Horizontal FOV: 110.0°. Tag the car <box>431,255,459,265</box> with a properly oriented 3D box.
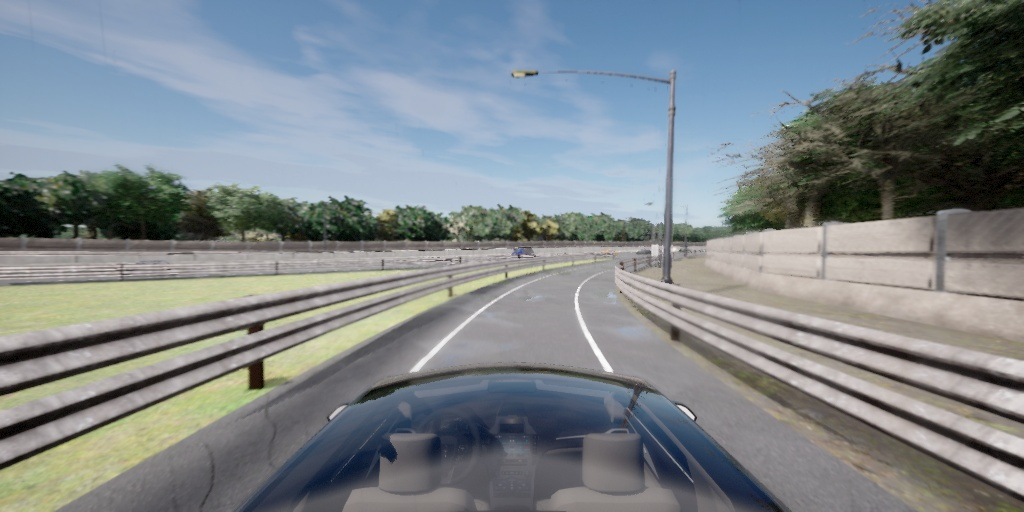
[{"bbox_3d":[-9.804,0.560,51.847,4.718,1.301,1.895,-2,4,-39],"label":"car"}]

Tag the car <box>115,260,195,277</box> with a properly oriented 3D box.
[{"bbox_3d":[-32.734,1.105,33.102,5.357,1.411,2.033,-1,3,-39],"label":"car"}]

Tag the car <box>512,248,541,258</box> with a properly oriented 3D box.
[{"bbox_3d":[2.557,-0.294,61.923,5.566,2.045,2.150,-2,4,-39],"label":"car"}]
